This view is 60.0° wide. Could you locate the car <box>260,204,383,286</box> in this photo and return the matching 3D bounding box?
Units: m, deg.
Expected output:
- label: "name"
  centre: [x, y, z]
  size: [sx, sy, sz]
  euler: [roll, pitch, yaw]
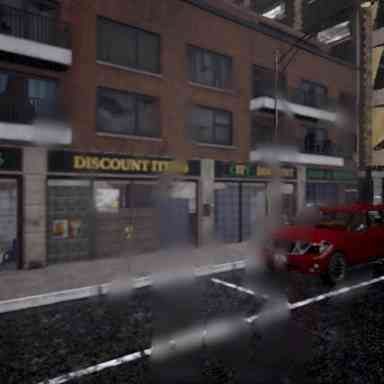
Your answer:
- label: "car"
  centre: [4.218, 1.293, 9.564]
  size: [5.009, 1.841, 2.192]
  euler: [0, 0, -35]
